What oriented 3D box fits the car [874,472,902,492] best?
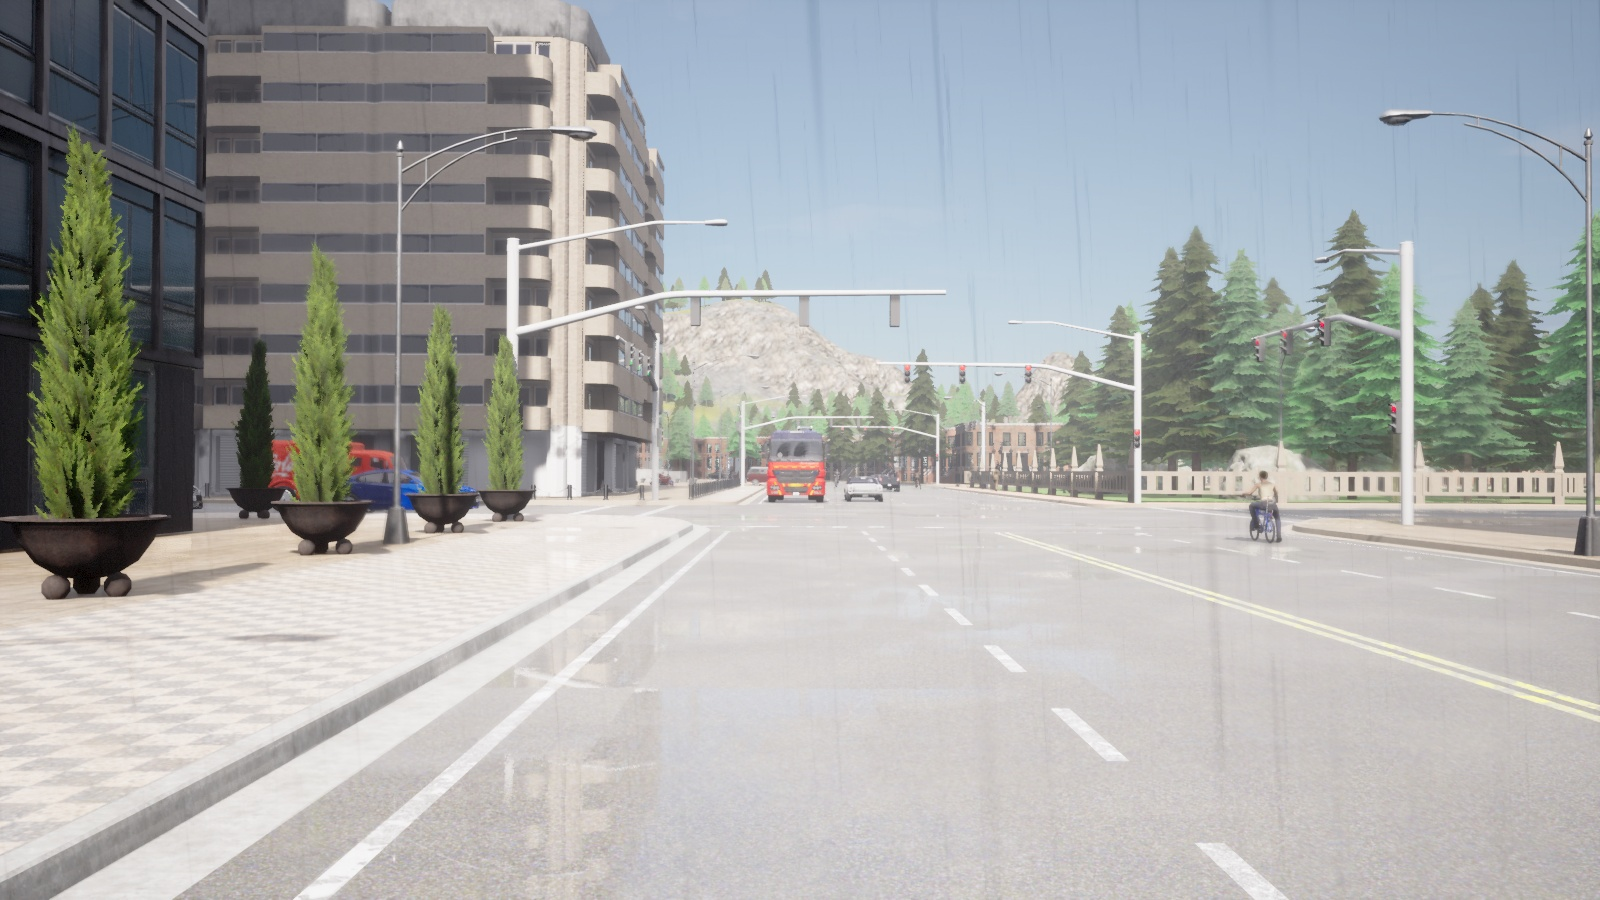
[{"bbox_3d":[6.723,2.411,96.059,1.845,1.501,3.633,0,-1,0],"label":"car"}]

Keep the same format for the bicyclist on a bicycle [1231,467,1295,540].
[{"bbox_3d":[10.412,1.183,28.270,0.866,1.612,1.509,0,-1,0],"label":"bicyclist on a bicycle"}]

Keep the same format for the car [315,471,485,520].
[{"bbox_3d":[-13.090,1.481,41.321,5.008,1.535,1.882,0,-1,0],"label":"car"}]

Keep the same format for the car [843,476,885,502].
[{"bbox_3d":[3.310,2.002,65.676,1.895,1.301,4.718,0,-1,0],"label":"car"}]

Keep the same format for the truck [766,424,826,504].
[{"bbox_3d":[-0.192,0.738,64.917,2.891,3.827,8.468,0,-1,0],"label":"truck"}]

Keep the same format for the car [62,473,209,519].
[{"bbox_3d":[-21.819,1.504,41.343,3.806,1.475,1.970,0,-1,0],"label":"car"}]

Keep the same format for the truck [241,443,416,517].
[{"bbox_3d":[-16.758,1.072,44.837,5.204,2.467,2.627,1,-1,0],"label":"truck"}]
